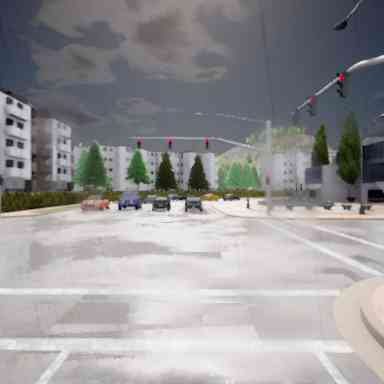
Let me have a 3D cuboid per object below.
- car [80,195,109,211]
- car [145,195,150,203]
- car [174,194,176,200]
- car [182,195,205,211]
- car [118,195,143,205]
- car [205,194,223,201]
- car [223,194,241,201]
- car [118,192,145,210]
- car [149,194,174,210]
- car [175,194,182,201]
[{"bbox_3d":[-10.462,1.123,36.082,2.097,1.767,4.553,0,0,0],"label":"car"},{"bbox_3d":[-6.132,1.198,51.659,1.812,1.442,4.674,0,0,12],"label":"car"},{"bbox_3d":[-3.999,1.099,67.813,1.812,1.442,4.674,0,1,31],"label":"car"},{"bbox_3d":[0.133,1.273,36.471,1.837,1.490,4.892,0,0,-1],"label":"car"},{"bbox_3d":[-9.581,1.215,52.528,2.033,1.411,5.357,0,0,11],"label":"car"},{"bbox_3d":[3.739,1.054,66.885,1.882,1.535,5.008,0,1,35],"label":"car"},{"bbox_3d":[8.010,1.068,66.882,2.128,1.511,4.902,0,0,38],"label":"car"},{"bbox_3d":[-7.051,0.979,38.162,2.150,2.045,5.566,0,0,-2],"label":"car"},{"bbox_3d":[-3.390,1.237,37.946,1.882,1.535,5.008,0,0,-1],"label":"car"},{"bbox_3d":[-0.795,1.181,66.215,1.895,1.301,4.718,0,0,30],"label":"car"}]
